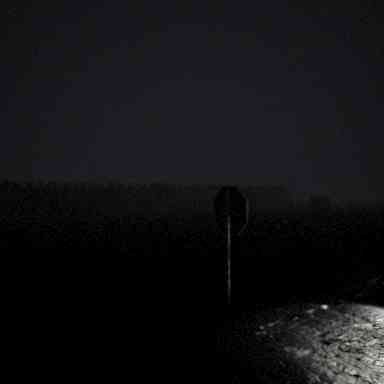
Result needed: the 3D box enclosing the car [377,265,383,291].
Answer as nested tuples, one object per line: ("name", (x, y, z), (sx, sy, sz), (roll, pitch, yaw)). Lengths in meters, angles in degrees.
("car", (6.419, 1.542, 7.645), (5.357, 1.411, 2.033), (0, 0, -35))
